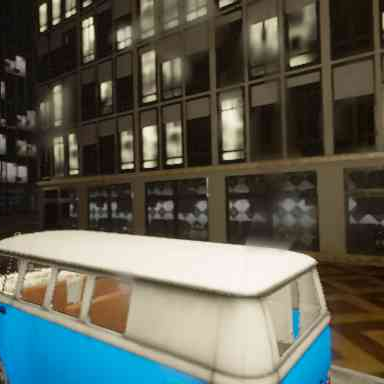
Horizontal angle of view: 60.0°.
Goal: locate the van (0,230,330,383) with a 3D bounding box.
[{"bbox_3d":[-0.695,1.366,3.406,3.998,1.788,1.690,-1,-2,36],"label":"van"}]
